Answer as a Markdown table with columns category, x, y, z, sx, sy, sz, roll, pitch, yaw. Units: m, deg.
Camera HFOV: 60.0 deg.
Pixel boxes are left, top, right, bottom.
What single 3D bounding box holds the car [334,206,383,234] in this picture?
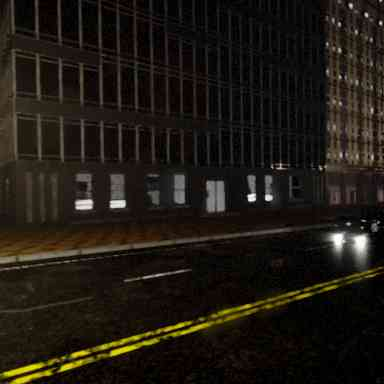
| category | x | y | z | sx | sy | sz | roll | pitch | yaw |
| --- | --- | --- | --- | --- | --- | --- | --- | --- | --- |
| car | 9.896 | 1.497 | 18.749 | 4.181 | 1.385 | 1.994 | 0 | 0 | -36 |
